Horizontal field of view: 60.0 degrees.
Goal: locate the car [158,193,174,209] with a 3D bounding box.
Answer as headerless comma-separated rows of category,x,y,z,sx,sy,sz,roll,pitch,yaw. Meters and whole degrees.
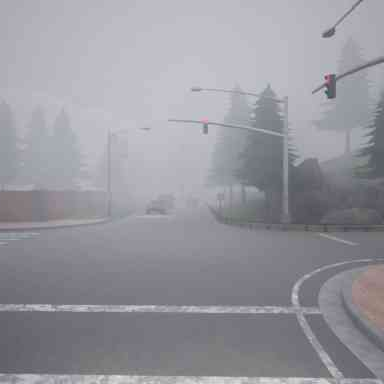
car,-3.625,1.221,45.274,2.150,2.045,5.566,0,0,0

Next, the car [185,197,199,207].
car,0.029,1.491,52.630,2.128,1.511,4.902,0,0,0

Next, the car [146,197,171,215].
car,-3.624,1.547,34.861,2.033,1.411,5.357,0,0,0
